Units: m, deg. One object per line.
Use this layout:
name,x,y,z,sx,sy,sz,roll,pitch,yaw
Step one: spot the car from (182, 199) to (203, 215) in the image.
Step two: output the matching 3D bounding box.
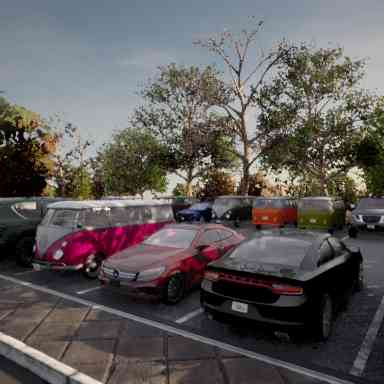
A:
car,0.851,1.468,23.720,2.097,1.535,5.008,-1,-1,36

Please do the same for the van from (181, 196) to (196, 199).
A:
van,-1.475,1.278,25.236,1.878,1.987,4.442,-1,-1,36

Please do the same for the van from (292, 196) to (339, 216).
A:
van,7.555,1.242,19.055,1.878,1.987,4.442,0,0,36

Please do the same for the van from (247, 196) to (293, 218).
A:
van,5.404,1.233,20.595,1.878,1.987,4.442,0,0,36

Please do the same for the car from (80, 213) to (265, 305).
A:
car,-0.139,1.509,8.337,2.002,1.452,4.674,0,0,36

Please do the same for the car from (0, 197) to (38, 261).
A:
car,-4.638,1.200,11.591,2.435,2.045,5.566,0,0,36

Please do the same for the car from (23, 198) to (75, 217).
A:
car,-14.935,1.592,34.982,2.185,1.767,4.553,-1,-1,36

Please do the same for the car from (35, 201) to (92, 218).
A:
car,-12.768,1.683,33.462,2.097,1.535,5.008,-1,-1,36

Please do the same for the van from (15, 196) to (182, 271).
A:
van,-2.465,1.234,9.856,1.878,1.987,4.442,0,0,36

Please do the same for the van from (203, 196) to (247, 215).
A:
van,2.909,1.224,22.096,1.878,1.987,4.442,0,0,36

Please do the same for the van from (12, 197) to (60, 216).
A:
van,-17.101,1.527,36.716,1.878,1.987,4.442,-1,-1,36

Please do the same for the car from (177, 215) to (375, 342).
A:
car,2.113,1.478,6.714,2.097,1.535,5.008,0,0,36

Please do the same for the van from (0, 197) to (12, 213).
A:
van,-26.204,1.696,43.238,1.878,1.987,4.442,-1,-1,36

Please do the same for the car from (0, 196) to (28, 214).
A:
car,-23.906,1.616,41.481,2.435,2.045,5.566,-1,-1,36

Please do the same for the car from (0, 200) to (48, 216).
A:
car,-19.423,1.790,38.228,2.231,1.521,4.892,-1,-1,36

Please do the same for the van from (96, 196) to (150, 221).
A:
van,-5.841,1.349,28.651,1.878,1.987,4.442,-1,-1,36

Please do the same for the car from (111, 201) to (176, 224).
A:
car,-3.762,1.536,26.791,1.946,1.575,5.366,-1,-1,36

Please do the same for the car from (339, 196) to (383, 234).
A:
car,9.723,1.225,17.324,2.435,2.045,5.566,0,0,36

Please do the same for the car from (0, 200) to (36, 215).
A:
car,-21.777,1.823,39.694,1.946,1.575,5.366,-1,-1,36
